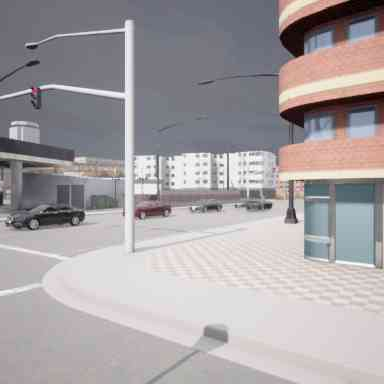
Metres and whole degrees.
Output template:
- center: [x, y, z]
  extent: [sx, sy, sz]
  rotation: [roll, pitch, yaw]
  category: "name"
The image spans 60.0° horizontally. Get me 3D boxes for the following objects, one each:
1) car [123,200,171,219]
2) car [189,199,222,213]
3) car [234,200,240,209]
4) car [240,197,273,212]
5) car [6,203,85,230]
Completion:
- center: [-3.838, 1.478, 28.991]
  extent: [1.882, 1.535, 5.008]
  rotation: [0, 0, 34]
  category: "car"
- center: [1.581, 1.491, 36.838]
  extent: [2.128, 1.511, 4.902]
  rotation: [0, 0, 35]
  category: "car"
- center: [7.490, 1.491, 45.364]
  extent: [2.128, 1.511, 4.902]
  rotation: [0, 0, 35]
  category: "car"
- center: [8.140, 1.491, 39.842]
  extent: [2.128, 1.511, 4.902]
  rotation: [0, 0, 35]
  category: "car"
- center: [-9.163, 1.505, 21.211]
  extent: [1.837, 1.490, 4.892]
  rotation: [0, 0, 34]
  category: "car"
